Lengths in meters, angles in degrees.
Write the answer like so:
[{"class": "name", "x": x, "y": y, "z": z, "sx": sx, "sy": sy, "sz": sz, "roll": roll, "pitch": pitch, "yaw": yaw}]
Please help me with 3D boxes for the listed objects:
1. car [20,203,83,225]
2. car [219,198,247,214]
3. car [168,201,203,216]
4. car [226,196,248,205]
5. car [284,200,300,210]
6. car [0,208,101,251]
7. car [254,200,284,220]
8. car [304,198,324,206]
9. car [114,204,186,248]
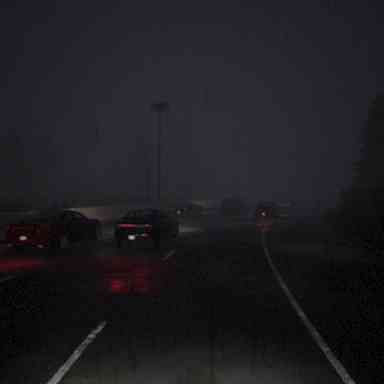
[{"class": "car", "x": -10.537, "y": 1.591, "z": 25.311, "sx": 1.895, "sy": 1.301, "sz": 4.718, "roll": 0, "pitch": 0, "yaw": 15}, {"class": "car", "x": 4.544, "y": 1.404, "z": 35.972, "sx": 2.097, "sy": 1.767, "sz": 4.553, "roll": 0, "pitch": 0, "yaw": 23}, {"class": "car", "x": -0.459, "y": 1.633, "z": 33.115, "sx": 1.895, "sy": 1.301, "sz": 4.718, "roll": 0, "pitch": 0, "yaw": 21}, {"class": "car", "x": 8.539, "y": 1.567, "z": 62.998, "sx": 1.882, "sy": 1.535, "sz": 5.008, "roll": 0, "pitch": 0, "yaw": 38}, {"class": "car", "x": 13.420, "y": 1.692, "z": 45.976, "sx": 1.895, "sy": 1.301, "sz": 4.718, "roll": 0, "pitch": 0, "yaw": 34}, {"class": "car", "x": -5.553, "y": 1.473, "z": 14.130, "sx": 1.882, "sy": 1.535, "sz": 5.008, "roll": 0, "pitch": 0, "yaw": 9}, {"class": "car", "x": 6.652, "y": 1.558, "z": 29.265, "sx": 1.837, "sy": 1.490, "sz": 4.892, "roll": 0, "pitch": 0, "yaw": 20}, {"class": "car", "x": 20.567, "y": 1.727, "z": 55.916, "sx": 1.895, "sy": 1.301, "sz": 4.718, "roll": 0, "pitch": 0, "yaw": 41}, {"class": "car", "x": -1.874, "y": 1.500, "z": 14.953, "sx": 2.128, "sy": 1.511, "sz": 4.902, "roll": 0, "pitch": 0, "yaw": 10}]
